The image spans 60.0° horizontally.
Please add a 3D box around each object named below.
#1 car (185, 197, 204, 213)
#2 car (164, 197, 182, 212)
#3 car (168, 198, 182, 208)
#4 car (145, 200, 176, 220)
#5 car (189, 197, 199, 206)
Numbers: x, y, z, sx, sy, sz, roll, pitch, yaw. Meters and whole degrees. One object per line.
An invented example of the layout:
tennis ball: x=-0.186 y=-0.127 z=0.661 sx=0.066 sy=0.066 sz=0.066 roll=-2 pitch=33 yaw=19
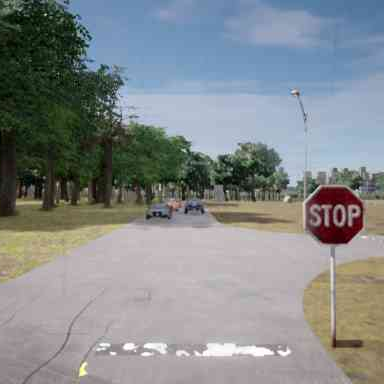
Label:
car: x=0.271 y=1.451 z=38.702 sx=2.097 sy=1.767 sz=4.553 roll=0 pitch=0 yaw=0
car: x=-2.660 y=1.457 z=39.846 sx=2.097 sy=1.767 sz=4.553 roll=0 pitch=0 yaw=0
car: x=-2.590 y=1.686 z=51.135 sx=1.837 sy=1.490 sz=4.892 roll=0 pitch=-1 yaw=0
car: x=-2.723 y=1.608 z=28.090 sx=1.994 sy=1.385 sz=4.181 roll=0 pitch=0 yaw=0
car: x=0.383 y=1.786 z=63.953 sx=1.837 sy=1.490 sz=4.892 roll=0 pitch=0 yaw=0
